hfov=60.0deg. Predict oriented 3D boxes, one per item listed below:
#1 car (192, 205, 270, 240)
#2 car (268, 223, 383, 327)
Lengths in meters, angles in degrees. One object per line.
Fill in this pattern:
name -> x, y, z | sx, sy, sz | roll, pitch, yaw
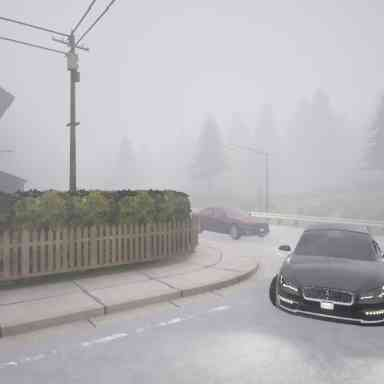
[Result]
car -> 1.870, 1.478, 17.440 | 1.882, 1.535, 5.008 | 0, 0, -33
car -> 3.168, 1.505, 7.304 | 1.837, 1.490, 4.892 | 0, 0, 27
